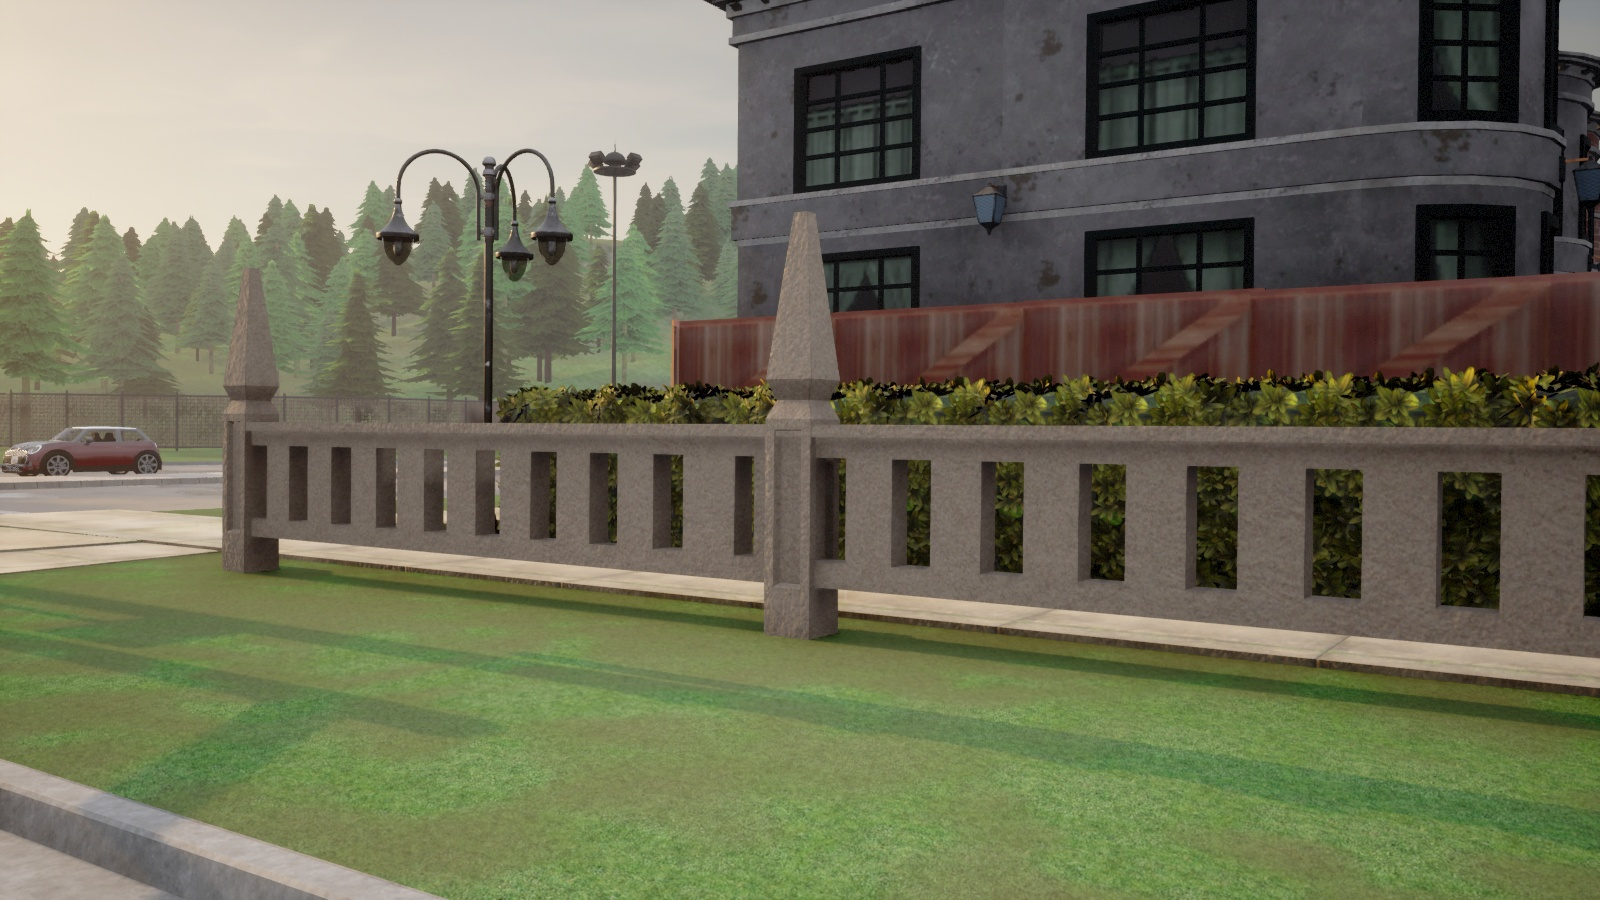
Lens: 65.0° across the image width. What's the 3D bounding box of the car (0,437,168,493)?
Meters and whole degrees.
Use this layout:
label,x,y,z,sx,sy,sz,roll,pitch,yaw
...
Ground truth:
label,x,y,z,sx,sy,sz,roll,pitch,yaw
car,-20.619,0.389,36.179,1.970,1.475,3.806,0,1,34
